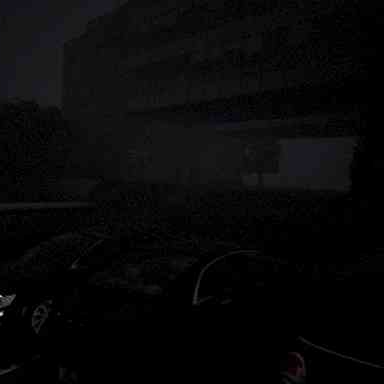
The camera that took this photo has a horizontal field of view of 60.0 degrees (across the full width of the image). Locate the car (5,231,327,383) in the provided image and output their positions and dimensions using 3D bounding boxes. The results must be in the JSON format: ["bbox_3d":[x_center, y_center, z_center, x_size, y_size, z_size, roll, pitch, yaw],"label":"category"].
[{"bbox_3d":[0.237,1.479,5.105,2.231,1.521,4.892,0,0,35],"label":"car"}]

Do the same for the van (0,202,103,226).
[{"bbox_3d":[-4.376,1.247,8.259,1.878,1.987,4.442,0,0,35],"label":"van"}]

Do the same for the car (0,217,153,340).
[{"bbox_3d":[-2.031,1.477,6.737,2.231,1.521,4.892,0,0,36],"label":"car"}]
